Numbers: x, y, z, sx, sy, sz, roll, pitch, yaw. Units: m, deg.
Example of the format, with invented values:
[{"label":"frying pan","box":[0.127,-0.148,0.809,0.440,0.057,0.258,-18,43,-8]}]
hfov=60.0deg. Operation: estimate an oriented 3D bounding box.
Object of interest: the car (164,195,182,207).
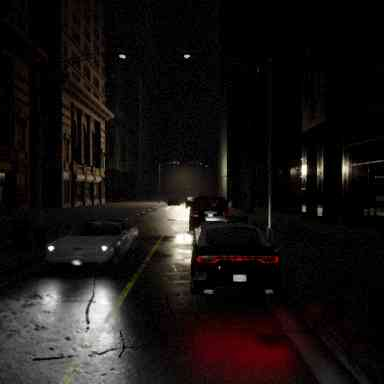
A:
[{"label":"car","box":[-2.949,1.495,52.975,1.882,1.535,5.008,0,0,0]}]

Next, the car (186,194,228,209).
[{"label":"car","box":[0.917,1.230,18.796,2.150,2.045,5.566,0,0,0]}]

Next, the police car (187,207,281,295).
[{"label":"police car","box":[0.906,1.425,8.876,1.930,1.638,5.238,0,0,0]}]

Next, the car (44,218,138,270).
[{"label":"car","box":[-3.092,1.601,11.150,1.895,1.301,4.718,0,0,0]}]

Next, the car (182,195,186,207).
[{"label":"car","box":[0.057,1.509,46.180,2.128,1.511,4.902,0,0,0]}]

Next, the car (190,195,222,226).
[{"label":"car","box":[0.923,1.234,24.797,2.150,2.045,5.566,0,0,0]}]

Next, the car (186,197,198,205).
[{"label":"car","box":[0.058,1.564,59.869,2.033,1.411,5.357,0,0,0]}]
